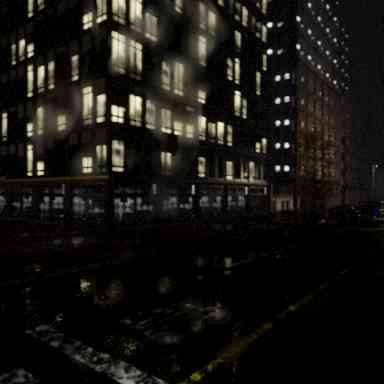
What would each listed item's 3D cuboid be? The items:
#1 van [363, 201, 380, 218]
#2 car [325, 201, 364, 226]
[{"bbox_3d":[18.890,1.818,35.423,1.690,1.788,3.998,-1,-1,38],"label":"van"},{"bbox_3d":[12.003,1.778,26.486,1.967,1.590,4.097,-1,-1,38],"label":"car"}]
